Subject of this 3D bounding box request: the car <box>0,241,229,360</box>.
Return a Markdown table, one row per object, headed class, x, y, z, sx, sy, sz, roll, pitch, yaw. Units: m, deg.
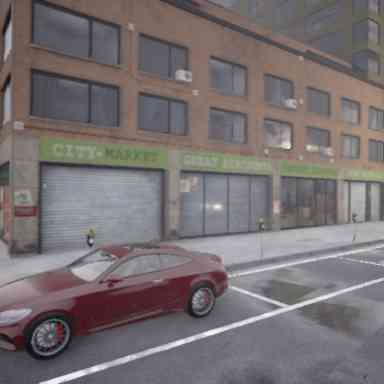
| class | x | y | z | sx | sy | sz | roll | pitch | yaw |
| --- | --- | --- | --- | --- | --- | --- | --- | --- | --- |
| car | -1.208 | 1.583 | 5.894 | 4.206 | 1.307 | 1.802 | 0 | 1 | -35 |
